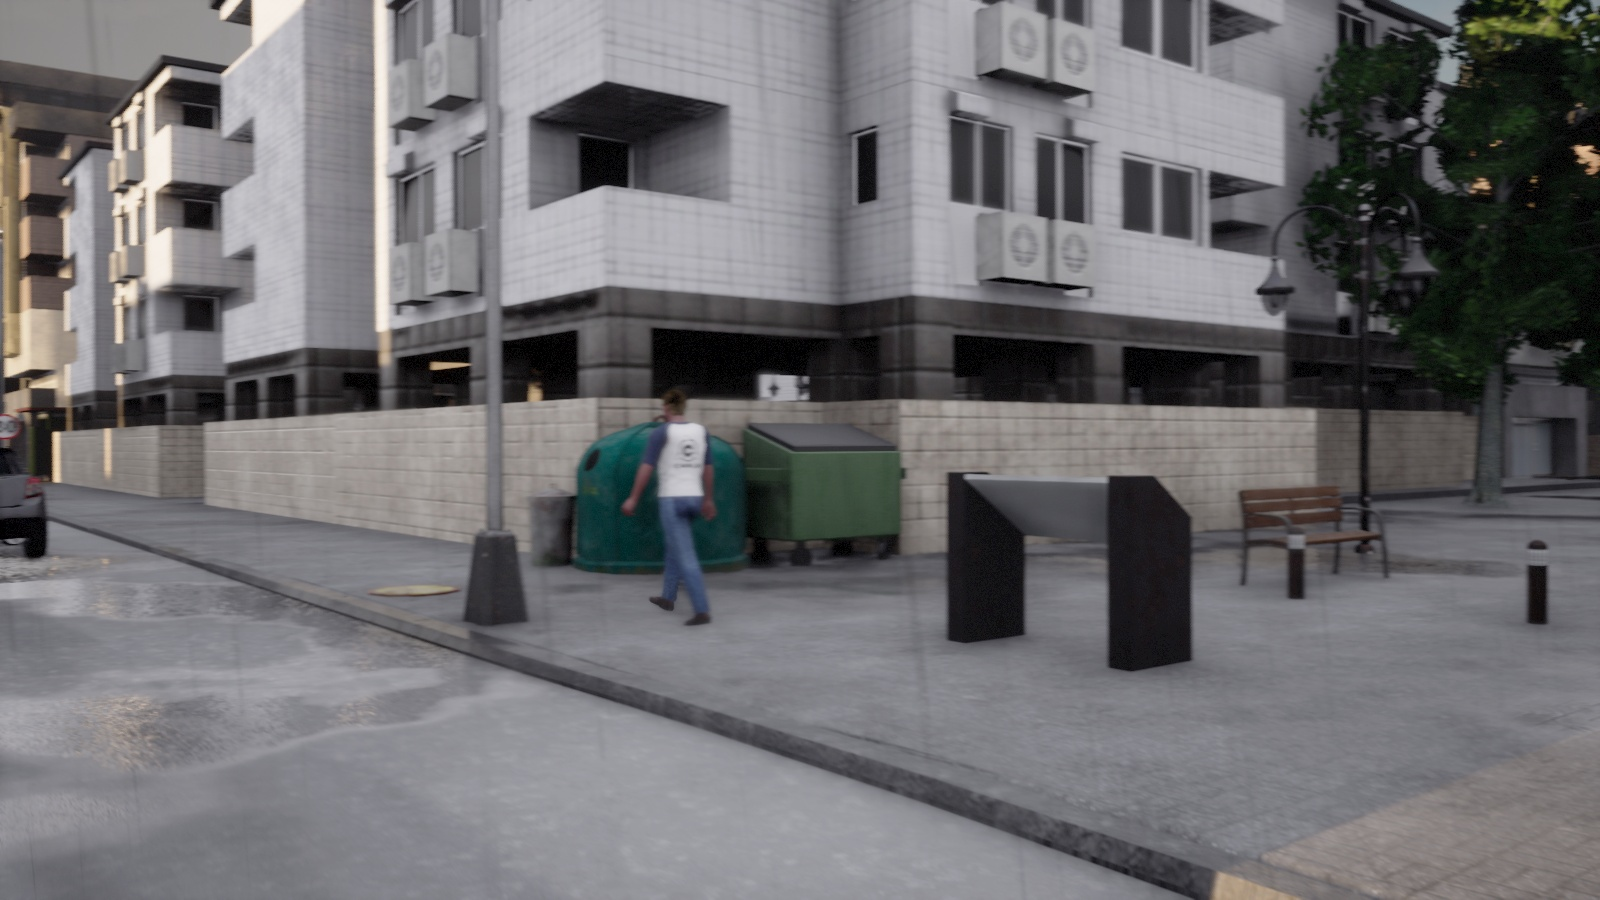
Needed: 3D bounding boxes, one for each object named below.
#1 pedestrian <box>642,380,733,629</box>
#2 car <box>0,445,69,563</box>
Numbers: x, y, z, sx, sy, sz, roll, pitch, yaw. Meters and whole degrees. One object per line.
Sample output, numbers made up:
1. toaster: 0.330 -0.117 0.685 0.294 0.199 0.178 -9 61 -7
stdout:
1. pedestrian: -0.871 0.402 9.650 0.354 1.836 0.706 0 0 -40
2. car: -11.418 0.687 17.330 1.845 1.501 3.633 0 0 -38
